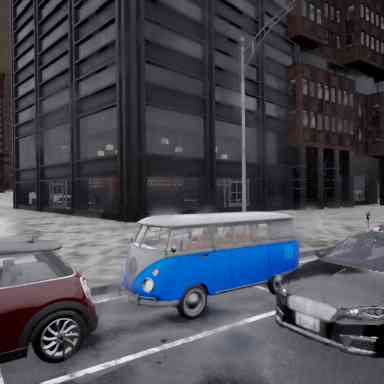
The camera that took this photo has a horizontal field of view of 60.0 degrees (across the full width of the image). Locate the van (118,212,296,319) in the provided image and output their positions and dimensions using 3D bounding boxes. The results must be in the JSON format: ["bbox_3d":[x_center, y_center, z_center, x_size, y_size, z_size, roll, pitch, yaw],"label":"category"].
[{"bbox_3d":[0.534,1.339,7.052,3.998,1.788,1.690,0,-1,-36],"label":"van"}]

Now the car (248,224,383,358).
[{"bbox_3d":[3.550,1.489,5.920,4.902,1.511,2.128,0,0,-36],"label":"car"}]

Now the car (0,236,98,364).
[{"bbox_3d":[-3.440,1.440,4.209,4.097,1.590,1.967,0,-1,-36],"label":"car"}]
